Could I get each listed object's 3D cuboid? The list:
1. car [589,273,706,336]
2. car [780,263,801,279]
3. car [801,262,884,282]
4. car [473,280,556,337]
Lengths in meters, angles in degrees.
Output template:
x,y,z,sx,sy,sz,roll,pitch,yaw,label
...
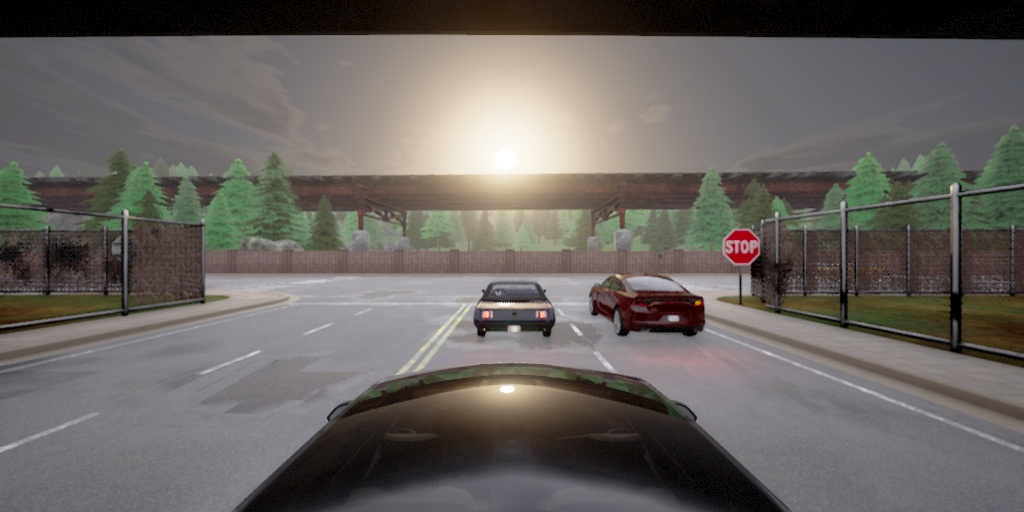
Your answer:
x,y,z,sx,sy,sz,roll,pitch,yaw,label
3.558,1.216,10.360,1.882,1.535,5.008,0,0,0,car
26.489,1.236,31.869,4.674,1.442,1.812,0,0,0,car
26.315,1.193,28.384,5.008,1.535,1.882,0,0,0,car
0.058,1.340,10.252,1.895,1.301,4.718,0,0,0,car
